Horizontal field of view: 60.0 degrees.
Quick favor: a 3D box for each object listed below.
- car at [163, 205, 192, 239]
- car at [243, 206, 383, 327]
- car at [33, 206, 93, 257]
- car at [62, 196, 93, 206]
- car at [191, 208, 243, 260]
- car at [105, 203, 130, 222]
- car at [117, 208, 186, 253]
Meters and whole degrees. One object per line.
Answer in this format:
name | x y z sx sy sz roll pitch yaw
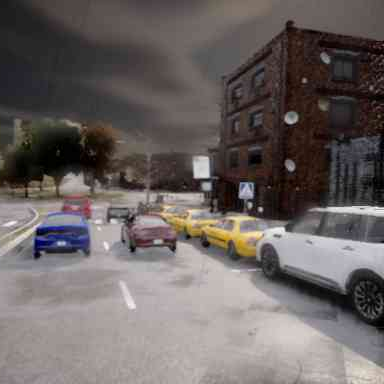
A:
car | 0.118 1.637 18.376 1.946 1.575 5.366 1 -1 -18
car | 3.608 1.334 7.595 2.435 2.045 5.566 1 -1 -18
car | -5.037 1.539 13.301 1.882 1.535 5.008 1 0 -18
car | -9.390 1.348 27.285 2.150 2.045 5.566 1 0 -15
car | 1.819 1.610 13.120 1.946 1.575 5.366 1 -1 -18
car | -6.325 1.675 28.408 2.128 1.511 4.902 1 -1 -15
car | -1.913 1.629 14.197 1.812 1.442 4.674 1 0 -18
